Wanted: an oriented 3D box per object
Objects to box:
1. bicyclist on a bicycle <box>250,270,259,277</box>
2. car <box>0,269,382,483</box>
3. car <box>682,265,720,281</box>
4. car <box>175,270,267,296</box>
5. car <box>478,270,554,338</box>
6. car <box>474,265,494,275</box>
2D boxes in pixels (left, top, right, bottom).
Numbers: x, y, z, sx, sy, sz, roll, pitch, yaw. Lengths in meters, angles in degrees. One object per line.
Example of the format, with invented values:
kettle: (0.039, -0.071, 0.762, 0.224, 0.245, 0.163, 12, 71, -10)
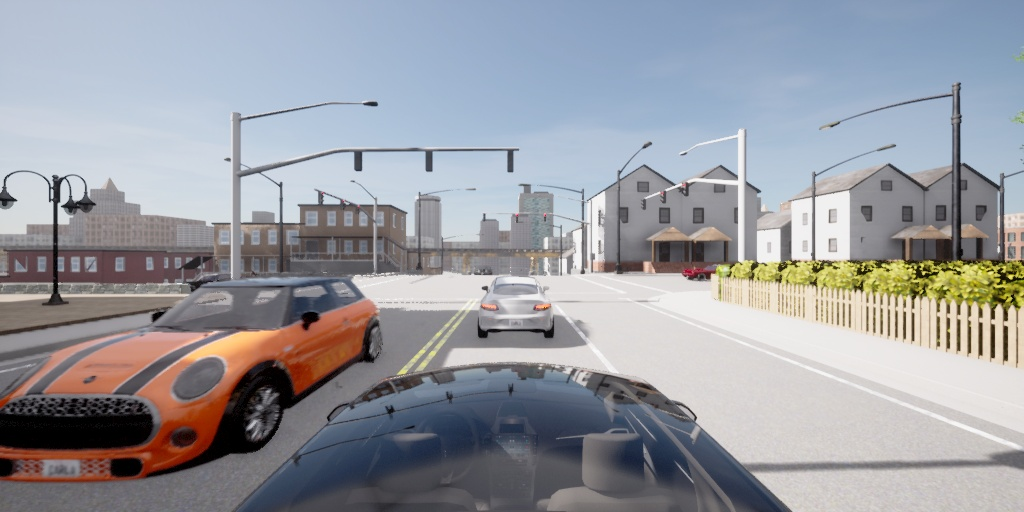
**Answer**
bicyclist on a bicycle: (-25.562, 2.209, 35.616, 0.582, 1.620, 1.656, -8, 0, 0)
car: (-3.595, 1.101, 5.108, 2.097, 1.767, 4.553, 0, 0, 0)
car: (16.318, 1.347, 28.834, 4.718, 1.301, 1.895, 0, 0, -1)
car: (-19.972, 1.842, 24.729, 4.718, 1.301, 1.895, -4, 0, -1)
car: (0.103, 1.274, 10.034, 1.812, 1.442, 4.674, 0, 0, 0)
car: (-3.512, 2.156, 45.275, 2.150, 2.045, 5.566, 0, -9, 0)
